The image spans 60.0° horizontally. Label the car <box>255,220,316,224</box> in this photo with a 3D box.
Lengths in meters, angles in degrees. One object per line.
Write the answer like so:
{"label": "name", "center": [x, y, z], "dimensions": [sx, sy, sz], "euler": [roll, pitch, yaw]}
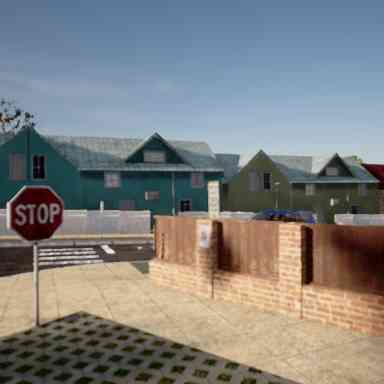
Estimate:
{"label": "car", "center": [6.316, 2.389, 17.607], "dimensions": [5.357, 1.411, 2.033], "euler": [2, -2, -20]}

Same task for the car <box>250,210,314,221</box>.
{"label": "car", "center": [4.944, 2.120, 20.076], "dimensions": [5.566, 2.045, 2.150], "euler": [2, -2, -22]}
